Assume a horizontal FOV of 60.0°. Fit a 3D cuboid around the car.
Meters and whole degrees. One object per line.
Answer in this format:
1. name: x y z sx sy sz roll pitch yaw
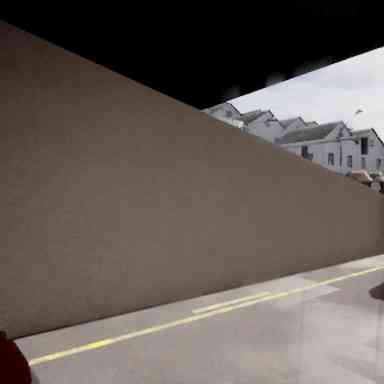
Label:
1. car: -3.200 1.601 1.493 4.718 1.301 1.895 0 0 -35
